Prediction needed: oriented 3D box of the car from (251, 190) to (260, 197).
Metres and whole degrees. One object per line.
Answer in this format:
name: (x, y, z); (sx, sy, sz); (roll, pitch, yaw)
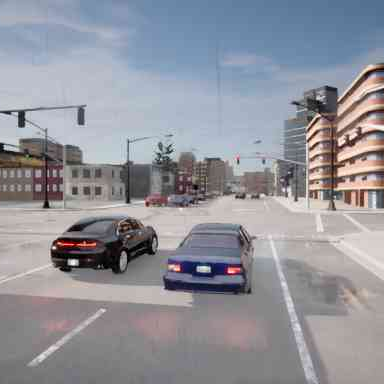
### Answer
car: (16.344, 0.464, 85.607); (2.097, 1.767, 4.553); (0, 1, 11)

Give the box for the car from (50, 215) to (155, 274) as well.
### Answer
car: (-2.510, 1.505, 10.664); (1.837, 1.490, 4.892); (0, 0, 11)

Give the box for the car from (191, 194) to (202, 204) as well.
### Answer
car: (-0.188, 1.235, 56.359); (2.128, 1.511, 4.902); (0, 1, 11)

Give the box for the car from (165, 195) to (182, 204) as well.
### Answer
car: (-3.253, 1.238, 58.882); (1.812, 1.442, 4.674); (0, 1, 12)

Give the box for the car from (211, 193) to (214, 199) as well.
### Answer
car: (3.807, 0.862, 76.249); (1.882, 1.535, 5.008); (0, 1, 11)

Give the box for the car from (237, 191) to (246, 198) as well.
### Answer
car: (12.988, 0.552, 86.681); (2.097, 1.767, 4.553); (0, 1, 11)

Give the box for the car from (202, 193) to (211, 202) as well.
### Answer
car: (1.766, 1.119, 66.009); (2.033, 1.411, 5.357); (0, 1, 12)

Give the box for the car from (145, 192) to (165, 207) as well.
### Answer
car: (-5.155, 1.080, 49.324); (2.150, 2.045, 5.566); (0, 1, 11)

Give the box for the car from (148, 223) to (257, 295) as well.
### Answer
car: (0.708, 1.547, 8.920); (2.033, 1.411, 5.357); (0, 0, 11)

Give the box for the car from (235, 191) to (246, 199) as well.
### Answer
car: (11.094, 0.902, 77.029); (1.994, 1.385, 4.181); (0, 1, 11)

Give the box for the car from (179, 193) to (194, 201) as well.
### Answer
car: (-1.133, 1.073, 69.256); (2.033, 1.411, 5.357); (0, 1, 11)

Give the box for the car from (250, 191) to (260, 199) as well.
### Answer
car: (14.341, 0.881, 75.403); (2.128, 1.511, 4.902); (0, 1, 11)

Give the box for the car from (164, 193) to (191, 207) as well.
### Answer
car: (-1.947, 1.223, 47.448); (2.097, 1.767, 4.553); (0, 1, 11)
